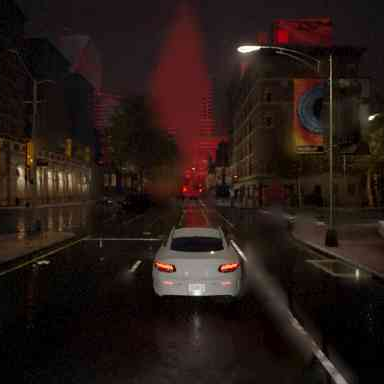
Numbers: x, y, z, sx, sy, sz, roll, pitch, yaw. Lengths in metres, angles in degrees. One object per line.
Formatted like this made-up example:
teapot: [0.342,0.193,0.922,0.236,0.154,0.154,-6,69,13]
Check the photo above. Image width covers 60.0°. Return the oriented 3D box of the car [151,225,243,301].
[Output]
car: [0.112,1.526,8.182,1.812,1.442,4.674,0,0,1]

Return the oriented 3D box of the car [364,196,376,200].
car: [34.744,1.481,68.090,2.231,1.521,4.892,0,0,0]

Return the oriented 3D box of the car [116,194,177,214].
car: [-4.687,1.221,35.105,5.566,2.045,2.150,0,1,-40]

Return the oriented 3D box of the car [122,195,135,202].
car: [-14.663,1.478,76.799,1.882,1.535,5.008,0,0,0]

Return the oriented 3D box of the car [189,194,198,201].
car: [0.380,1.493,86.462,1.837,1.490,4.892,0,0,0]

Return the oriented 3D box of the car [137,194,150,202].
car: [-11.163,1.355,76.815,2.097,1.767,4.553,0,0,0]

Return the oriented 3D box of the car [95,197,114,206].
car: [-14.834,1.547,56.846,2.033,1.411,5.357,0,0,0]

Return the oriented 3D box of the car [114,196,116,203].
car: [-11.336,1.478,56.782,1.882,1.535,5.008,0,0,0]

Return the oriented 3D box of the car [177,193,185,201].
car: [-3.119,1.218,86.508,2.150,2.045,5.566,0,0,0]

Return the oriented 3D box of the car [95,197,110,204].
car: [-17.956,1.595,66.929,1.895,1.301,4.718,0,0,0]

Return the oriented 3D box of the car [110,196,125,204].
car: [-14.725,1.505,66.385,1.837,1.490,4.892,0,0,1]

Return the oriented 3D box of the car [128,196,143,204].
car: [-11.227,1.547,66.595,2.033,1.411,5.357,0,0,1]
